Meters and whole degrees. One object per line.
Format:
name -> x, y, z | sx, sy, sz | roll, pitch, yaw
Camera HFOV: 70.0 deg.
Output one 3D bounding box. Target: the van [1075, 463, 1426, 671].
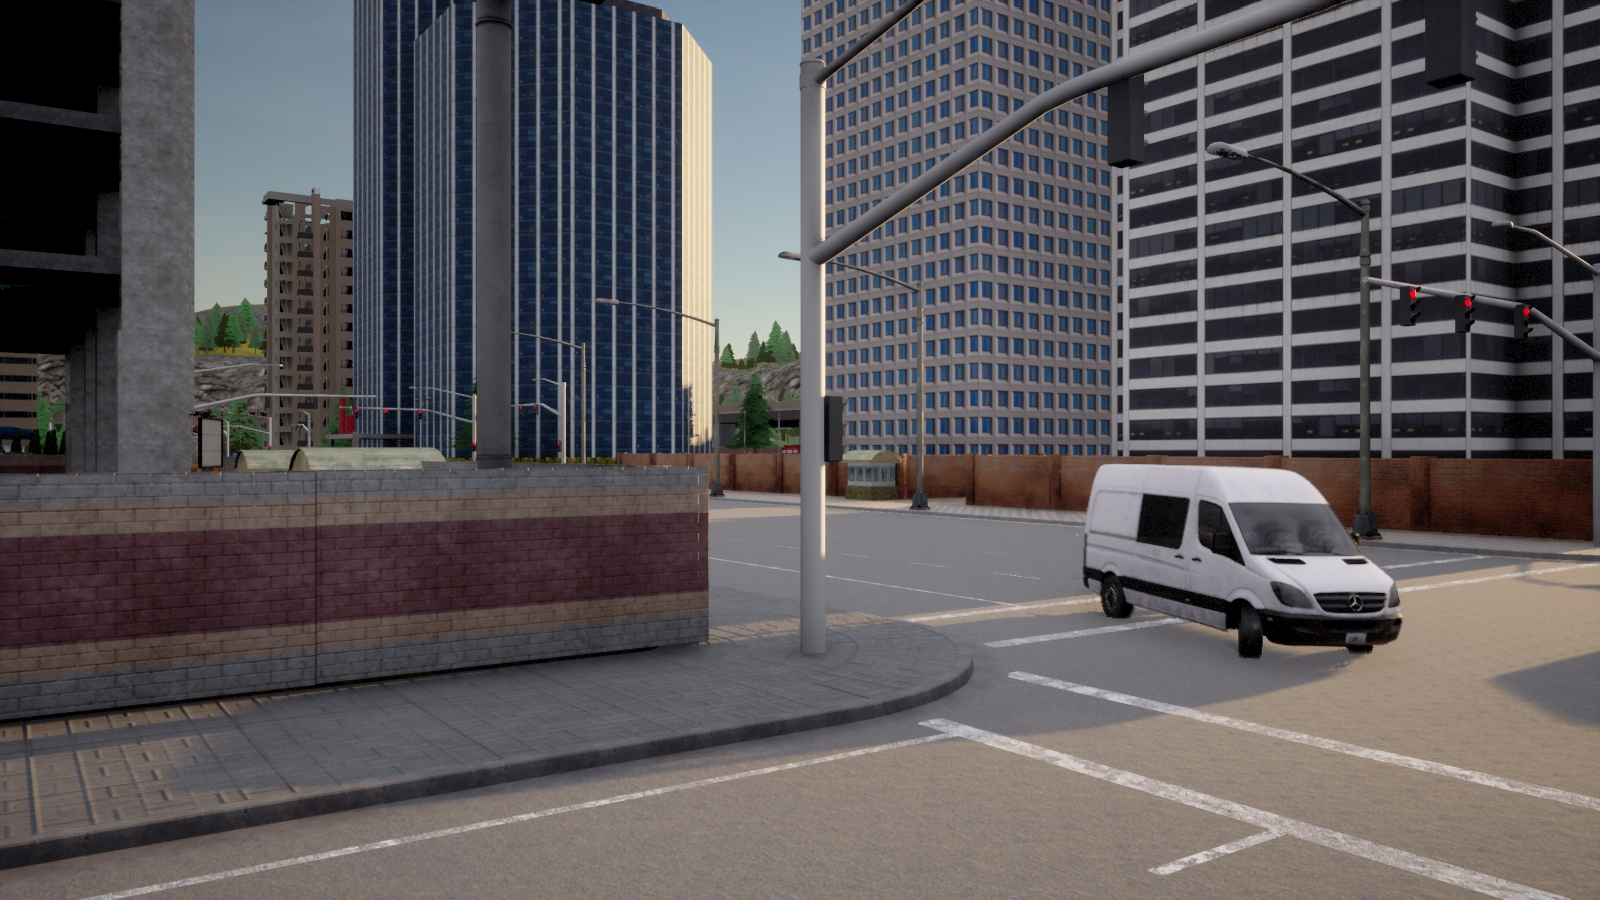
van -> 6.489, 1.533, 17.494 | 1.988, 2.561, 5.915 | 1, 0, -12
